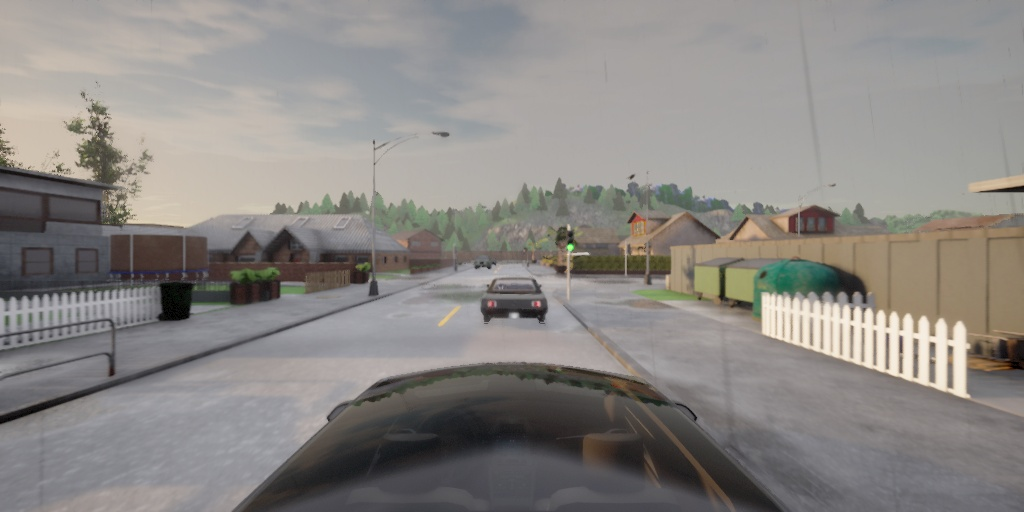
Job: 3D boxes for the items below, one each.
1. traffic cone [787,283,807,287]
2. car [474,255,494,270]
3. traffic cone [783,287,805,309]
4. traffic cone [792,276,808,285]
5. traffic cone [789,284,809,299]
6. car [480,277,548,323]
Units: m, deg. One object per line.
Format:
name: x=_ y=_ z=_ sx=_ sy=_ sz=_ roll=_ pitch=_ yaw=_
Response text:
traffic cone: x=11.753 y=1.536 z=14.812 sx=0.344 sy=0.586 sz=0.344 roll=0 pitch=0 yaw=0
car: x=-4.063 y=0.873 z=50.590 sx=2.150 sy=2.045 sz=5.566 roll=0 pitch=0 yaw=0
traffic cone: x=10.393 y=1.560 z=13.202 sx=0.344 sy=0.586 sz=0.344 roll=0 pitch=0 yaw=0
traffic cone: x=15.801 y=1.533 z=19.695 sx=0.344 sy=0.586 sz=0.344 roll=0 pitch=0 yaw=0
traffic cone: x=11.392 y=1.533 z=14.242 sx=0.344 sy=0.586 sz=0.344 roll=0 pitch=0 yaw=0
car: x=0.076 y=1.331 z=11.960 sx=1.895 sy=1.301 sz=4.718 roll=0 pitch=0 yaw=0
